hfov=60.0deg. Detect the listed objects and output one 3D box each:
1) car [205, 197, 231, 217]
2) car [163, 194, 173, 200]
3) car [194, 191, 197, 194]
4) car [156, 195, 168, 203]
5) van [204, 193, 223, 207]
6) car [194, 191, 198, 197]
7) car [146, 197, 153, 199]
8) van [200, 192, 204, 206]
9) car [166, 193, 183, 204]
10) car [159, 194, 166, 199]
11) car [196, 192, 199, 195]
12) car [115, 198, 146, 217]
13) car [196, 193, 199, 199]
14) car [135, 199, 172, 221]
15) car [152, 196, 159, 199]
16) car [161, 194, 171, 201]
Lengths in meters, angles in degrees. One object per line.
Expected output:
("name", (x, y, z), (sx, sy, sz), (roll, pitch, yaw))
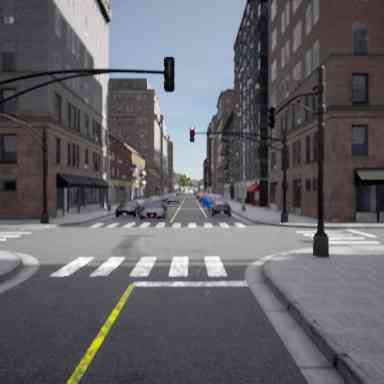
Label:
("car", (2.475, 1.420, 29.562), (2.008, 1.369, 4.403), (0, 0, 0))
("car", (-5.833, 1.175, 80.657), (2.008, 1.369, 4.403), (0, 0, 0))
("car", (2.129, 1.009, 92.066), (1.967, 1.590, 4.097), (0, 0, 0))
("car", (-5.739, 1.273, 63.610), (1.947, 1.339, 4.313), (0, 0, 0))
("van", (2.444, 1.184, 35.243), (1.690, 1.788, 3.998), (0, 0, 0))
("car", (2.160, 1.142, 86.384), (1.887, 1.381, 4.507), (0, 0, 0))
("car", (-5.581, 1.425, 35.200), (1.802, 1.307, 4.206), (0, 0, 0))
("van", (2.381, 1.131, 46.608), (1.690, 1.788, 3.998), (0, 0, 0))
("car", (-3.055, 1.293, 55.287), (2.033, 1.411, 5.357), (0, 0, 0))
("car", (-5.676, 1.313, 52.246), (2.008, 1.369, 4.403), (0, 0, 0))
("car", (2.254, 1.205, 69.507), (1.752, 1.417, 4.829), (0, 0, 0))
("car", (-5.550, 1.435, 29.518), (1.947, 1.339, 4.313), (0, 0, 0))
("car", (2.286, 1.290, 63.655), (1.802, 1.307, 4.206), (0, 0, 0))
("car", (-2.891, 1.488, 25.889), (1.994, 1.385, 4.181), (0, 1, 0))
("car", (-5.613, 1.382, 40.882), (1.947, 1.339, 4.313), (0, 0, 0))
("car", (-5.802, 1.197, 74.975), (1.887, 1.381, 4.507), (0, 0, 0))
